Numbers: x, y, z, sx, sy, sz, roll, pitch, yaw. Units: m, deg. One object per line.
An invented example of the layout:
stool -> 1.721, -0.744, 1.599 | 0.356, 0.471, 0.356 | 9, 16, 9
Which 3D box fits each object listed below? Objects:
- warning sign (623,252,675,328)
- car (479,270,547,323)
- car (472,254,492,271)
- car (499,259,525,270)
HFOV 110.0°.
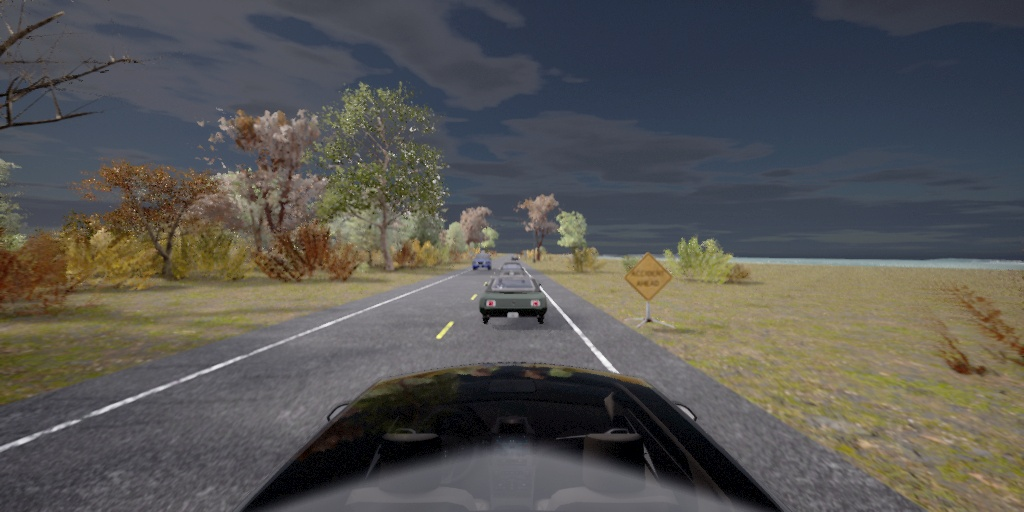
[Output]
warning sign -> 3.530, 0.831, 9.293 | 1.300, 1.860, 1.060 | 0, 0, 0
car -> 0.042, 1.305, 11.933 | 1.895, 1.301, 4.718 | 0, 0, 0
car -> -3.715, 0.771, 45.074 | 2.150, 2.045, 5.566 | 0, 0, 0
car -> -0.001, 1.187, 26.009 | 2.033, 1.411, 5.357 | 0, 0, 0
